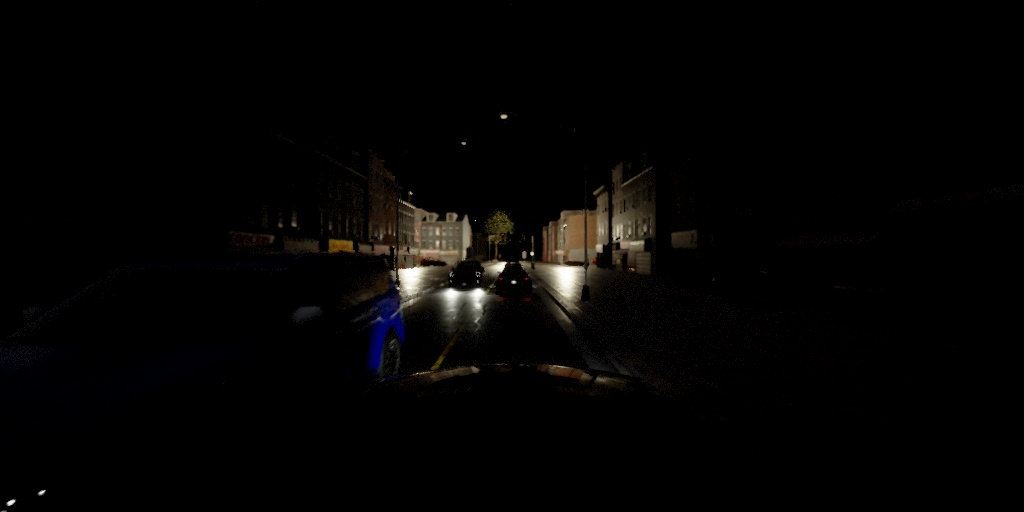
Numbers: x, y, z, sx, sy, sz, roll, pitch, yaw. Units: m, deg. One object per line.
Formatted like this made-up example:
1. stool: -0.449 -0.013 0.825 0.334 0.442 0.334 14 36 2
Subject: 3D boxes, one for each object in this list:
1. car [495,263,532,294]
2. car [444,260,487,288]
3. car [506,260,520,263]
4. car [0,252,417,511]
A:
1. car: 0.095 1.309 20.282 1.994 1.385 4.181 0 0 0
2. car: -2.848 1.096 23.648 2.097 1.767 4.553 0 0 0
3. car: 0.097 1.221 39.218 1.882 1.535 5.008 0 0 0
4. car: -2.788 0.968 3.741 2.150 2.045 5.566 0 0 -1
